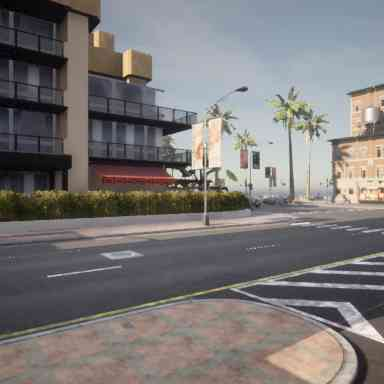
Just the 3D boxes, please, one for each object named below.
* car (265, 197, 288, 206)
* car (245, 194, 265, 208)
[{"bbox_3d":[12.885,1.491,52.855,2.128,1.511,4.902,0,0,-35],"label":"car"},{"bbox_3d":[7.433,1.221,48.093,2.150,2.045,5.566,0,0,-35],"label":"car"}]
